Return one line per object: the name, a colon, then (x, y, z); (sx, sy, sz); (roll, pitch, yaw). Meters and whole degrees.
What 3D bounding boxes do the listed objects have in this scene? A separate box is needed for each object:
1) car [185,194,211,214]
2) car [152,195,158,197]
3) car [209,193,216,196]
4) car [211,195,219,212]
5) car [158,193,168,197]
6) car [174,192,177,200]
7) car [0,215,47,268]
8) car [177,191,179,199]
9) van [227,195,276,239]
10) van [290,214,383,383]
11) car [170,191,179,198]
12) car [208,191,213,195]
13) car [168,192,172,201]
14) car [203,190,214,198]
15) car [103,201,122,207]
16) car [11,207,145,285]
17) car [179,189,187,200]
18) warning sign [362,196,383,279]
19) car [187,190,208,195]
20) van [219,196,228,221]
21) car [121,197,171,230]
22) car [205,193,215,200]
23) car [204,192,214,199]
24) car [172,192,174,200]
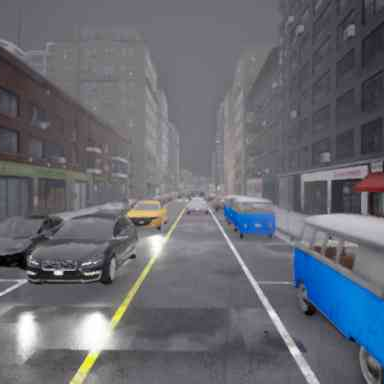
car: (0.530, 1.219, 30.547); (1.812, 1.442, 4.674); (0, 0, 2)
car: (-4.880, 1.213, 33.352); (1.947, 1.339, 4.313); (0, 1, 1)
car: (3.236, 1.140, 39.077); (1.752, 1.417, 4.829); (0, 1, 1)
car: (3.144, 1.256, 33.226); (1.802, 1.307, 4.206); (0, 1, 1)
car: (-4.700, 1.077, 44.715); (1.887, 1.381, 4.507); (0, 1, 1)
car: (-4.430, 0.924, 61.759); (1.947, 1.339, 4.313); (0, 1, 1)
car: (-5.241, 1.442, 10.628); (1.947, 1.339, 4.313); (0, 1, 1)
car: (-4.339, 0.740, 67.439); (1.967, 1.590, 4.097); (0, 1, 1)
van: (2.874, 1.187, 16.180); (1.690, 1.788, 3.998); (0, 1, 1)
van: (2.694, 1.301, 4.817); (1.690, 1.788, 3.998); (0, 1, 1)
car: (-4.159, 0.624, 78.801); (1.967, 1.590, 4.097); (0, 1, 1)
car: (3.504, 0.988, 55.951); (1.887, 1.381, 4.507); (0, 1, 1)
car: (-4.610, 1.025, 50.396); (2.008, 1.369, 4.403); (0, 1, 1)
car: (3.865, 0.525, 78.674); (2.192, 1.841, 5.009); (0, 1, 1)
car: (-5.061, 1.313, 21.990); (2.008, 1.369, 4.403); (0, 1, 1)
car: (-2.722, 1.402, 9.320); (1.837, 1.490, 4.892); (0, 1, 1)
car: (-1.669, 0.497, 69.400); (2.150, 2.045, 5.566); (0, 1, 1)
warning sign: (5.052, 1.050, 8.058); (1.300, 1.860, 1.060); (0, 1, 1)
car: (0.779, 0.754, 46.312); (2.150, 2.045, 5.566); (0, 1, 1)
van: (2.964, 1.130, 21.861); (1.690, 1.788, 3.998); (0, 1, 1)
car: (-2.546, 1.271, 19.706); (1.882, 1.535, 5.008); (0, 1, 1)
car: (3.684, 0.872, 67.314); (1.887, 1.381, 4.507); (0, 1, 1)
car: (3.775, 0.819, 72.995); (2.008, 1.369, 4.403); (0, 1, 1)
car: (-4.520, 0.961, 56.078); (1.887, 1.381, 4.507); (0, 1, 1)
